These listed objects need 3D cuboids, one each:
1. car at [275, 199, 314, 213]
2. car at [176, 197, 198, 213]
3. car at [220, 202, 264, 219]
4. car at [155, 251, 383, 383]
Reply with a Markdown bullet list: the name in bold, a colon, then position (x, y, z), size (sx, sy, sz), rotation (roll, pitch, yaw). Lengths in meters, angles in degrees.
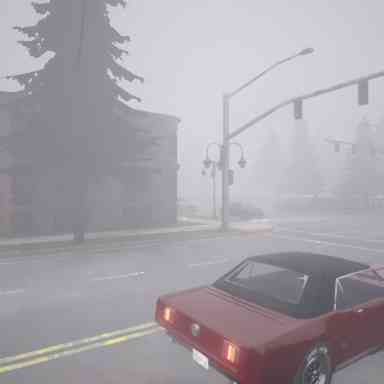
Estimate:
- **car**: position (11.441, 1.525, 37.409), size (1.812, 1.442, 4.674), rotation (0, 0, -32)
- **car**: position (-1.288, 1.352, 37.556), size (2.097, 1.767, 4.553), rotation (0, 0, -33)
- **car**: position (4.275, 1.564, 29.074), size (1.994, 1.385, 4.181), rotation (0, 0, -33)
- **car**: position (1.941, 1.601, 5.014), size (4.718, 1.301, 1.895), rotation (0, 0, -34)
